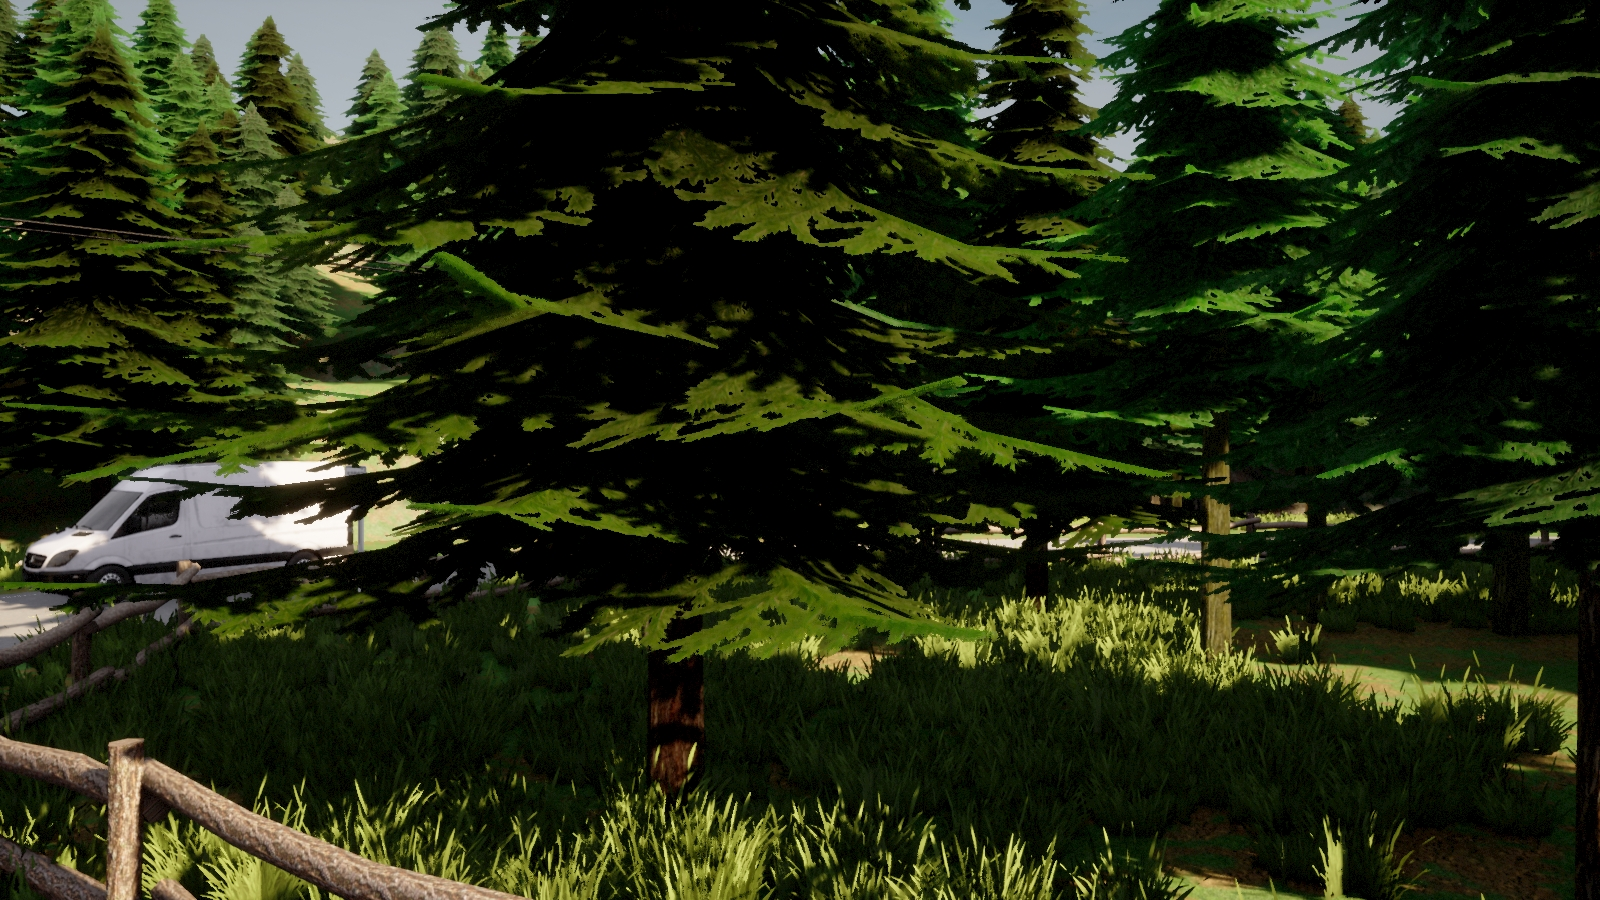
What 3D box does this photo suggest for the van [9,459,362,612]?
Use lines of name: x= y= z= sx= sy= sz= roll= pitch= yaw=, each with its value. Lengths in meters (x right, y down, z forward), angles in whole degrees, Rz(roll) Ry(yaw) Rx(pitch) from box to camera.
van: x=-12.129 y=1.531 z=23.027 sx=1.988 sy=2.561 sz=5.915 roll=0 pitch=1 yaw=39
